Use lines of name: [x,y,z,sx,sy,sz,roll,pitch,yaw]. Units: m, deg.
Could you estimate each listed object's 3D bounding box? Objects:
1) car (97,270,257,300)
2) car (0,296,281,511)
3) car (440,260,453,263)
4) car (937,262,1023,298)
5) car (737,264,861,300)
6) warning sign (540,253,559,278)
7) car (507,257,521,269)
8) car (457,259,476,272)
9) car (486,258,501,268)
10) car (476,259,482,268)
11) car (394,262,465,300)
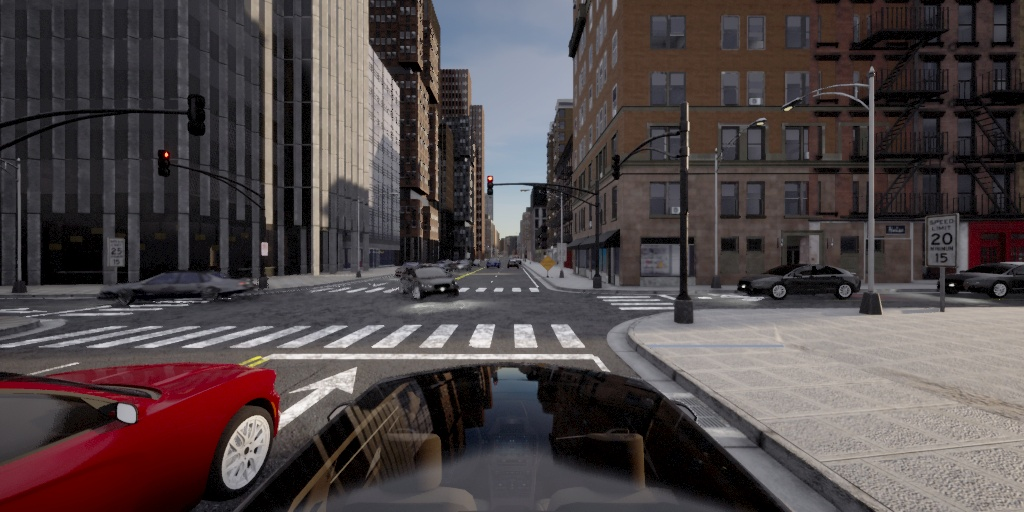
car: [-15.225,1.386,16.670,5.357,1.411,2.033,-1,0,-18]
car: [-3.153,1.228,1.421,1.882,1.535,5.008,0,0,0]
car: [-6.535,1.318,31.603,1.994,1.385,4.181,0,0,0]
car: [22.301,1.048,16.197,4.892,1.490,1.837,0,0,0]
car: [12.904,1.116,16.278,4.892,1.490,1.837,0,0,-1]
warning sign: [2.909,0.868,29.142,1.300,1.860,1.060,0,0,0]
car: [0.176,1.271,58.745,1.837,1.490,4.892,0,0,0]
car: [-6.492,1.251,47.460,2.128,1.511,4.902,0,0,0]
car: [-3.068,1.119,59.494,2.097,1.767,4.553,0,0,1]
car: [-6.365,1.330,63.313,1.837,1.490,4.892,0,0,0]
car: [-4.304,1.251,17.880,1.837,1.490,4.892,-3,1,-31]
